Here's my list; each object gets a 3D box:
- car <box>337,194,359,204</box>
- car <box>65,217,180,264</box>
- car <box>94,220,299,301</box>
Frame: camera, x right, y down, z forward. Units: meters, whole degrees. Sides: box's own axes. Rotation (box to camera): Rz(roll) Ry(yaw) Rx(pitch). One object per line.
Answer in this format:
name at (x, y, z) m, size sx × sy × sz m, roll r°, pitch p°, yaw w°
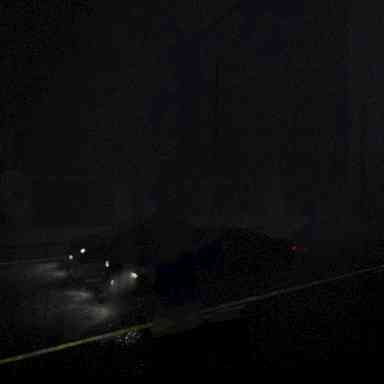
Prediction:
car at (21.868, 0.950, 47.072) m, size 3.806 × 1.475 × 1.970 m, roll -2°, pitch 1°, yaw -35°
car at (-1.460, 1.593, 11.545) m, size 5.357 × 1.411 × 2.033 m, roll 1°, pitch 0°, yaw -35°
car at (0.499, 1.592, 8.643) m, size 5.357 × 1.411 × 2.033 m, roll 1°, pitch 0°, yaw -35°
